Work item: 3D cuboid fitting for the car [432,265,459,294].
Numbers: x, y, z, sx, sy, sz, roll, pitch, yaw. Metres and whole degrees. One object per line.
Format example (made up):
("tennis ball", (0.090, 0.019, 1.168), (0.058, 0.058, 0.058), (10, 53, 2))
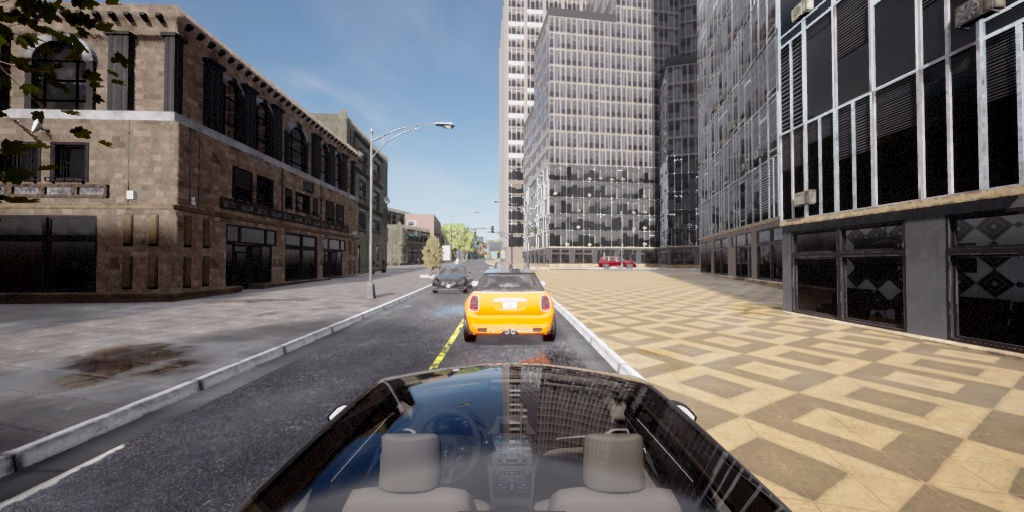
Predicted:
("car", (-3.268, 1.257, 20.250), (1.837, 1.490, 4.892), (0, 0, -2))

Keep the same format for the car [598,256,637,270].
("car", (14.171, 0.952, 48.440), (5.009, 1.841, 2.192), (0, 0, 15))

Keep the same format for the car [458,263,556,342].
("car", (-0.085, 1.104, 9.962), (2.097, 1.767, 4.553), (0, 0, -1))

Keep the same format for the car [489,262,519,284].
("car", (-0.707, 1.248, 27.985), (2.128, 1.511, 4.902), (0, 0, -3))
